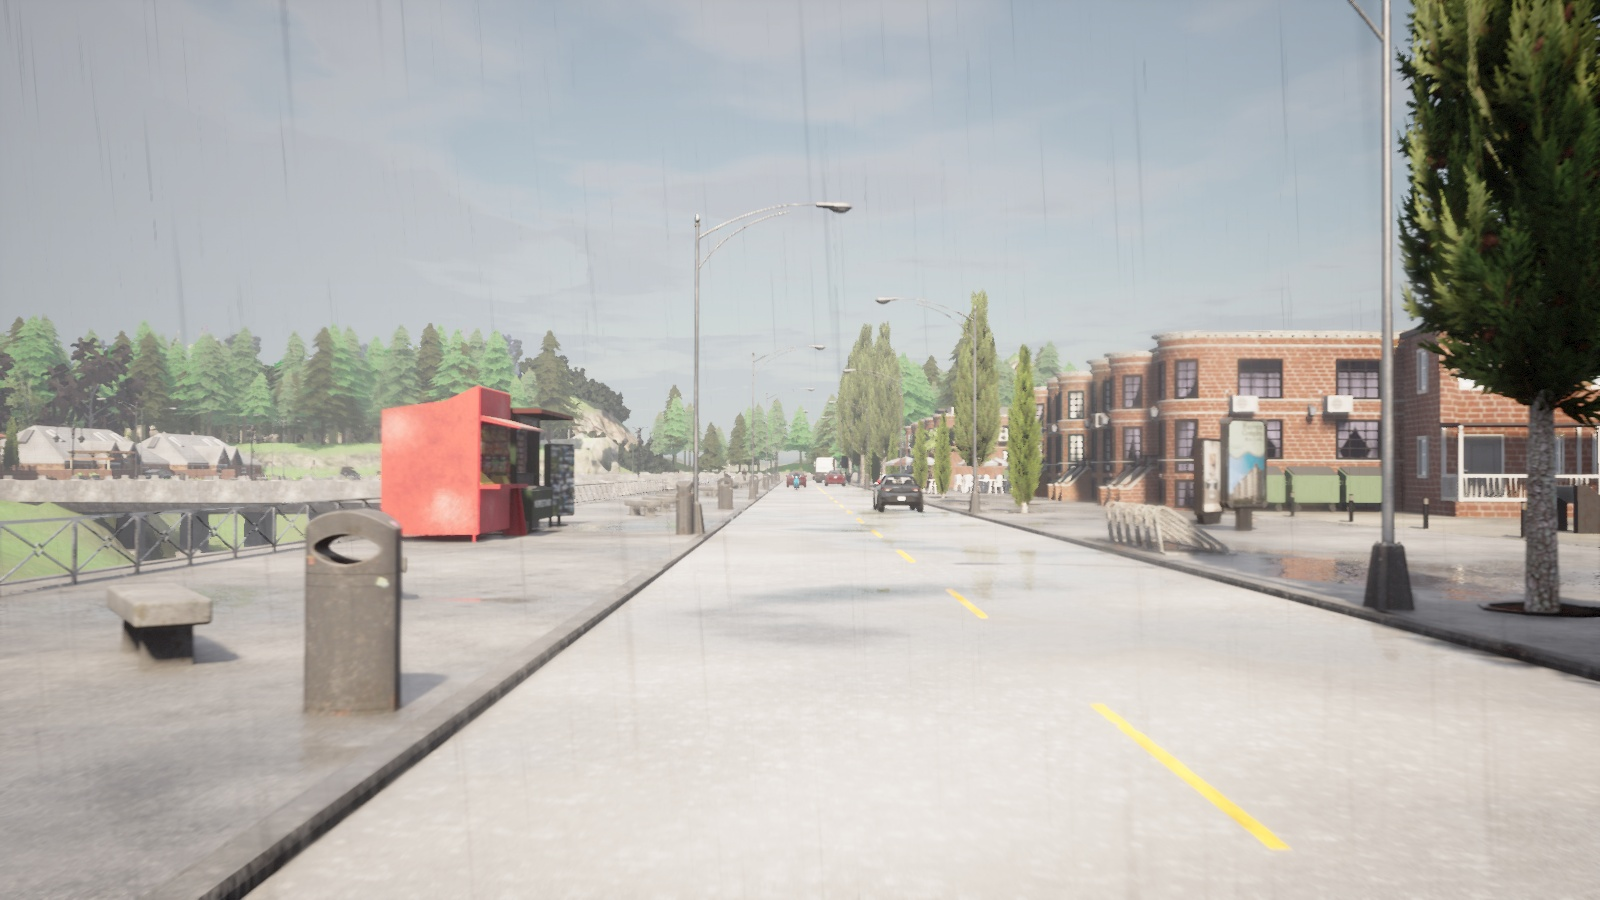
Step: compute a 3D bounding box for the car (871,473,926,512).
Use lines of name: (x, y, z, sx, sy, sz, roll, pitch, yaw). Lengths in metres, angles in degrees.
car: (3.870, 1.648, 49.898, 1.816, 1.474, 4.193, 0, -1, 0)
